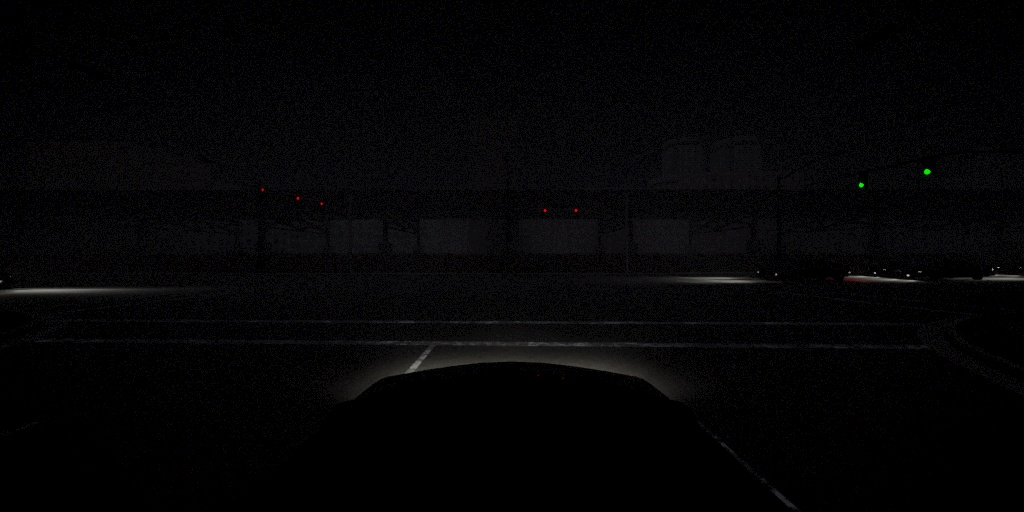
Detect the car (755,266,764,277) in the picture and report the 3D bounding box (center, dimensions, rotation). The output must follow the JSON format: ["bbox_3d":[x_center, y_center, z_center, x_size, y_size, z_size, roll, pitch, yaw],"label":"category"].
[{"bbox_3d":[23.110,1.056,30.011,4.902,1.511,2.128,-1,0,2],"label":"car"}]

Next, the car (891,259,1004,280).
[{"bbox_3d":[31.761,1.010,26.282,5.357,1.411,2.033,-1,0,1],"label":"car"}]

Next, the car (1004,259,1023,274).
[{"bbox_3d":[43.500,0.816,29.466,5.357,1.411,2.033,-1,0,2],"label":"car"}]

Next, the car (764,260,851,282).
[{"bbox_3d":[22.053,1.070,26.531,4.902,1.511,2.128,-1,0,1],"label":"car"}]

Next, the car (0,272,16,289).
[{"bbox_3d":[-31.988,1.220,20.786,4.902,1.511,2.128,0,0,2],"label":"car"}]

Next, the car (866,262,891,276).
[{"bbox_3d":[32.850,0.991,29.754,5.357,1.411,2.033,-1,0,1],"label":"car"}]
